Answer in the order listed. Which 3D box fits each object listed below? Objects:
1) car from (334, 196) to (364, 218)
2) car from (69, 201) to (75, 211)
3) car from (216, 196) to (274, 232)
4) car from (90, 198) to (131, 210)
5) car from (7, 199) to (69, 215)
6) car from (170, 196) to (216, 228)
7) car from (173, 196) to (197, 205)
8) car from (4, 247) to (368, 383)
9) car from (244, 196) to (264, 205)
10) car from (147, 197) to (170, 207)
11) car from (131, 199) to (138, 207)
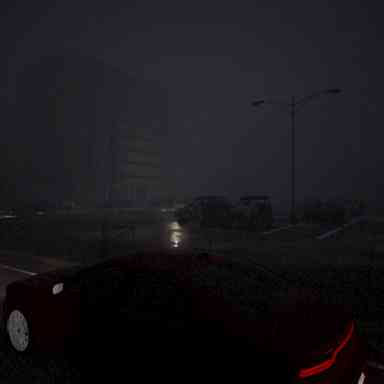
[{"bbox_3d":[15.329,1.395,32.023,1.970,1.475,3.806,0,0,34],"label":"car"},{"bbox_3d":[-16.182,1.526,39.434,1.812,1.442,4.674,0,0,34],"label":"car"},{"bbox_3d":[3.306,1.156,19.066,1.905,1.878,3.866,0,0,34],"label":"car"},{"bbox_3d":[-10.388,1.601,41.808,1.895,1.301,4.718,0,0,34],"label":"car"},{"bbox_3d":[-15.730,1.547,33.846,2.033,1.411,5.357,0,0,34],"label":"car"},{"bbox_3d":[0.939,1.153,20.732,1.932,1.855,4.605,0,0,34],"label":"car"},{"bbox_3d":[-1.242,1.493,61.561,2.128,1.511,4.902,0,0,34],"label":"car"},{"bbox_3d":[-0.533,1.478,4.369,5.008,1.535,1.882,0,0,35],"label":"car"},{"bbox_3d":[11.491,1.526,61.506,1.812,1.442,4.674,0,0,34],"label":"car"},{"bbox_3d":[-4.715,1.491,50.239,2.128,1.511,4.902,0,0,34],"label":"car"},{"bbox_3d":[-10.178,1.548,48.408,2.033,1.411,5.357,0,0,33],"label":"car"}]
